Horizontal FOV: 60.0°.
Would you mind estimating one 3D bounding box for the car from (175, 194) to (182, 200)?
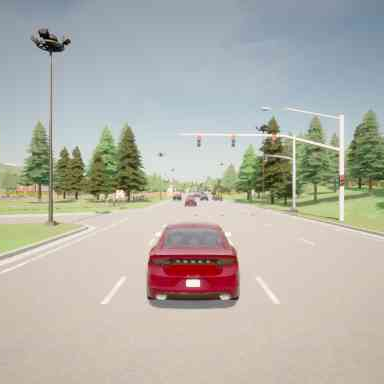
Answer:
[{"bbox_3d":[-3.855,1.310,94.040,1.882,1.535,5.008,0,0,0],"label":"car"}]

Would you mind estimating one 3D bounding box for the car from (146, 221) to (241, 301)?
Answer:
[{"bbox_3d":[0.031,1.478,8.418,1.882,1.535,5.008,0,0,0],"label":"car"}]

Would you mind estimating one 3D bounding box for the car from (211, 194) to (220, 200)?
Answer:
[{"bbox_3d":[6.645,1.372,94.080,2.033,1.411,5.357,0,0,0],"label":"car"}]

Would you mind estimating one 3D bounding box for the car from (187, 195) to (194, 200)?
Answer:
[{"bbox_3d":[-0.355,1.427,94.083,1.895,1.301,4.718,0,0,0],"label":"car"}]

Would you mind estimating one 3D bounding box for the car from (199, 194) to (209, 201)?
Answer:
[{"bbox_3d":[3.183,1.516,84.063,1.812,1.442,4.674,0,0,0],"label":"car"}]

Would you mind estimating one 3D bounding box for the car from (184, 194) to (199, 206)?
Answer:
[{"bbox_3d":[-0.199,1.525,53.020,1.812,1.442,4.674,0,0,0],"label":"car"}]

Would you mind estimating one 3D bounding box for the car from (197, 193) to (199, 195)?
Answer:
[{"bbox_3d":[3.145,1.357,94.066,2.128,1.511,4.902,0,0,0],"label":"car"}]

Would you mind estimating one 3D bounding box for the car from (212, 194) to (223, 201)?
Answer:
[{"bbox_3d":[6.684,1.516,83.660,2.128,1.511,4.902,0,0,0],"label":"car"}]

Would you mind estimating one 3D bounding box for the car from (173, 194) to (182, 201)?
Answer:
[{"bbox_3d":[-3.816,1.469,83.620,1.882,1.535,5.008,0,0,0],"label":"car"}]
